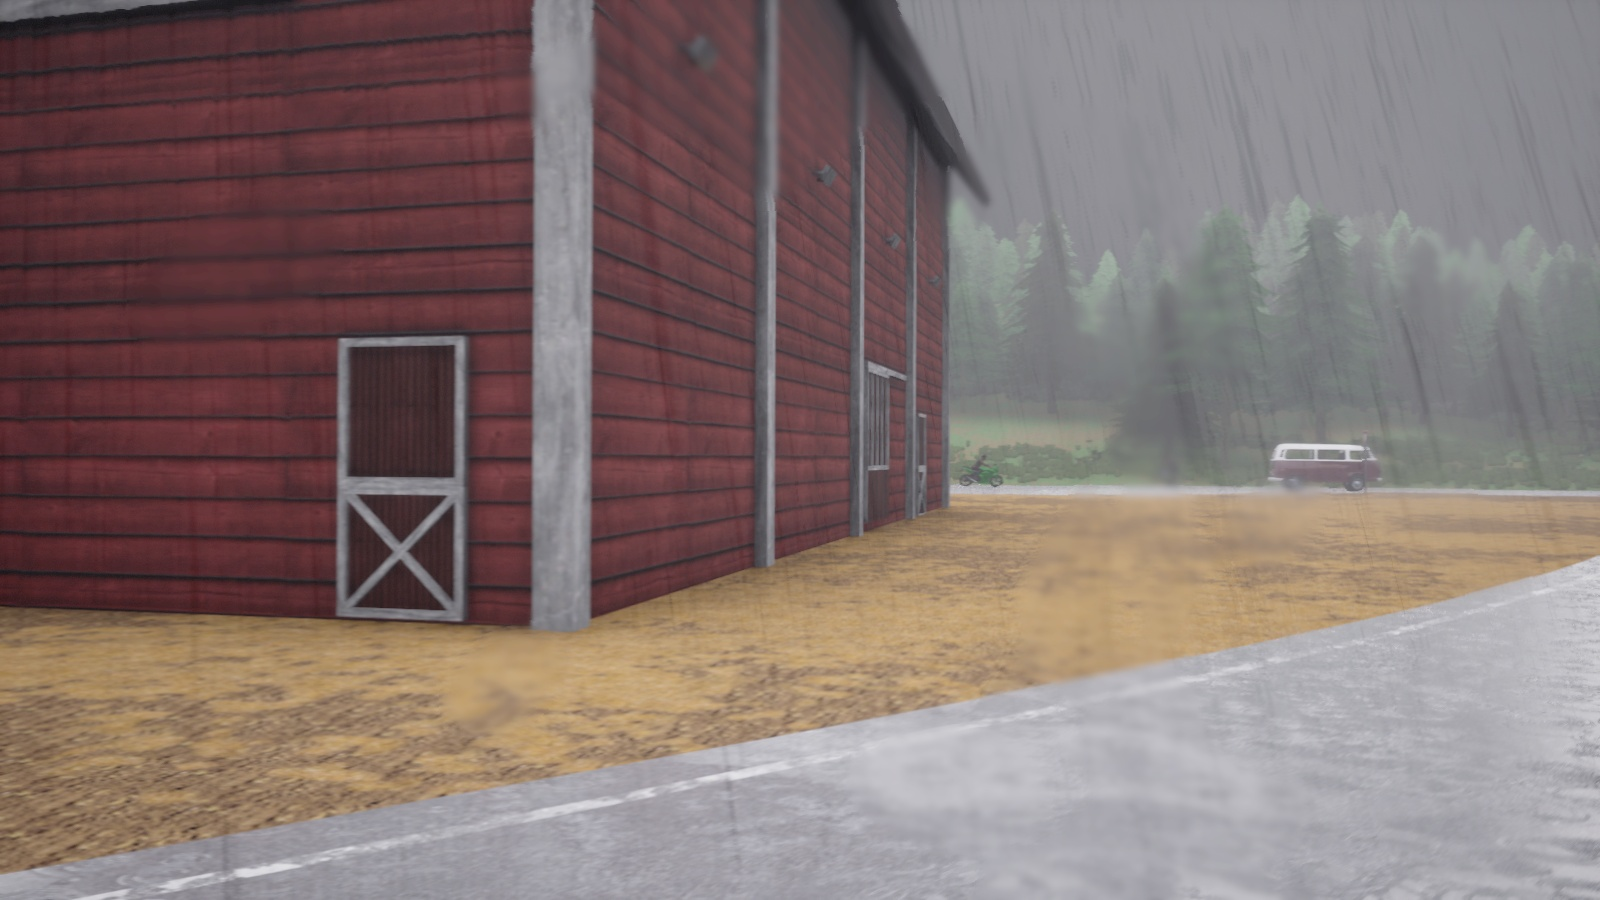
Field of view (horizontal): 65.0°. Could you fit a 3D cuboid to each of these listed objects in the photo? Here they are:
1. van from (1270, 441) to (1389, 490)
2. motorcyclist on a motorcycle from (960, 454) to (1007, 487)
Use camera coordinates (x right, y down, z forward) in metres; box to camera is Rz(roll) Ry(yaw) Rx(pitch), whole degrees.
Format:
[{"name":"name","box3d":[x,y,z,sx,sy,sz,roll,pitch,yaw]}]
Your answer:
[{"name":"van","box3d":[22.690,0.654,54.011,4.480,2.038,2.069,0,0,15]},{"name":"motorcyclist on a motorcycle","box3d":[8.432,0.932,57.773,2.044,1.523,0.797,0,0,15]}]
